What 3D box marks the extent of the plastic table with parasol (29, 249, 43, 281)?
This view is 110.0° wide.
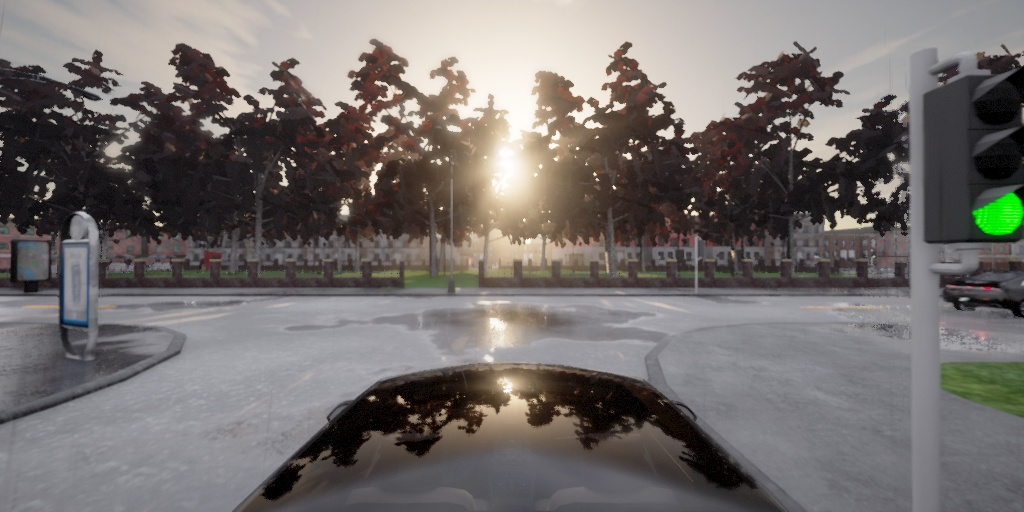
[{"bbox_3d":[-43.610,0.812,34.457,2.482,2.480,2.482,0,0,-39],"label":"plastic table with parasol"}]

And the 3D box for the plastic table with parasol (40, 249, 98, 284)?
[{"bbox_3d":[-39.189,0.870,31.814,2.482,2.480,2.482,0,0,-40],"label":"plastic table with parasol"}]

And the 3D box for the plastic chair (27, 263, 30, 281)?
[{"bbox_3d":[-44.618,1.482,33.707,0.730,1.272,0.750,0,0,-41],"label":"plastic chair"}]

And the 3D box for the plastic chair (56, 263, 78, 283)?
[{"bbox_3d":[-38.287,1.476,30.841,0.750,1.272,0.730,0,0,-35],"label":"plastic chair"}]

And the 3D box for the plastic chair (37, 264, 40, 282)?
[{"bbox_3d":[-40.220,1.464,31.069,0.730,1.272,0.750,0,0,-40],"label":"plastic chair"}]

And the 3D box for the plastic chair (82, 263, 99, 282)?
[{"bbox_3d":[-38.191,1.476,32.547,0.730,1.272,0.750,0,0,-40],"label":"plastic chair"}]

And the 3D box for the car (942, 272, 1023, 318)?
[{"bbox_3d":[18.118,1.304,12.461,4.902,1.511,2.128,0,0,0],"label":"car"}]
